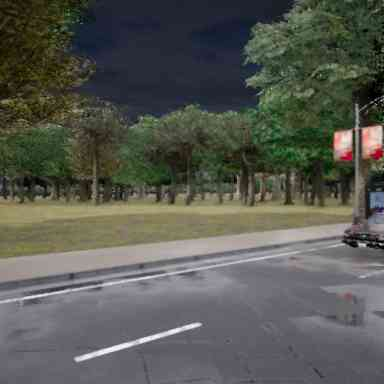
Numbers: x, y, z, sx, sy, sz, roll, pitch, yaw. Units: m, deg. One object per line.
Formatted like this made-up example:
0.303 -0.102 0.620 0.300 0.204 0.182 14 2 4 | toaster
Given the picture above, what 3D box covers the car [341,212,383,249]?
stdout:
8.356 1.531 13.661 5.357 1.411 2.033 0 0 -36 | car
